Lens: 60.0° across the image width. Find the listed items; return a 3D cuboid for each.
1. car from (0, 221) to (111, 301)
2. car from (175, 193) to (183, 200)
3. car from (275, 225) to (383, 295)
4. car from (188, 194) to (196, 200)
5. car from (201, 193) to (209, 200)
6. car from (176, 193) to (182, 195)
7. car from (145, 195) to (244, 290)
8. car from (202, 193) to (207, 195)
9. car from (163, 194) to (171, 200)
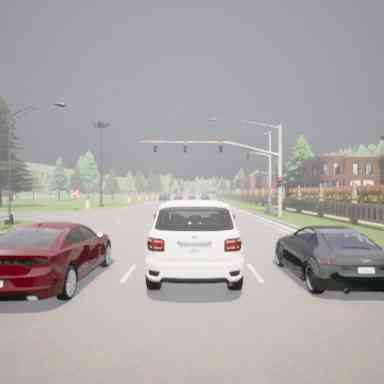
[{"bbox_3d":[-3.441,1.474,8.371,1.882,1.535,5.008,0,0,0],"label":"car"},{"bbox_3d":[-3.517,1.153,92.025,2.097,1.767,4.553,0,0,0],"label":"car"},{"bbox_3d":[3.562,1.561,8.769,1.994,1.385,4.181,0,0,0],"label":"car"},{"bbox_3d":[-0.017,1.337,92.056,2.033,1.411,5.357,0,0,0],"label":"car"},{"bbox_3d":[3.483,1.153,92.026,2.097,1.767,4.553,0,0,0],"label":"car"},{"bbox_3d":[-3.515,1.485,82.052,1.812,1.442,4.674,0,0,0],"label":"car"},{"bbox_3d":[0.065,1.218,9.181,2.150,2.045,5.566,0,0,0],"label":"car"},{"bbox_3d":[3.485,1.556,82.083,1.895,1.301,4.718,0,0,0],"label":"car"},{"bbox_3d":[-7.017,1.297,92.054,1.837,1.490,4.892,0,0,0],"label":"car"}]
